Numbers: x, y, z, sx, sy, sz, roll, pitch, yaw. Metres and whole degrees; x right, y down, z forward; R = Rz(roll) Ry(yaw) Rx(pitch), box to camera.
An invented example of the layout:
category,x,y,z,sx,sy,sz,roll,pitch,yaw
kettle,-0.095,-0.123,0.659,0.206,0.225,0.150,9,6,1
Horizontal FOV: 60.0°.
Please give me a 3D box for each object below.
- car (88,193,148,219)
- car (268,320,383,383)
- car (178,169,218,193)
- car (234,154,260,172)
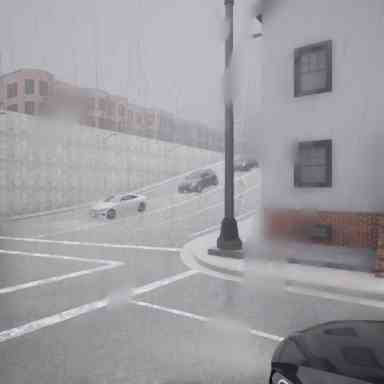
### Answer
category,x,y,z,sx,sy,sz,roll,pitch,yaw
car,-5.070,0.866,23.310,1.812,1.442,4.674,0,7,35
car,2.774,1.526,1.992,4.674,1.442,1.812,0,0,36
car,0.554,-1.123,31.337,2.097,1.767,4.553,0,13,34
car,6.234,-3.500,39.353,2.097,1.767,4.553,0,14,35
